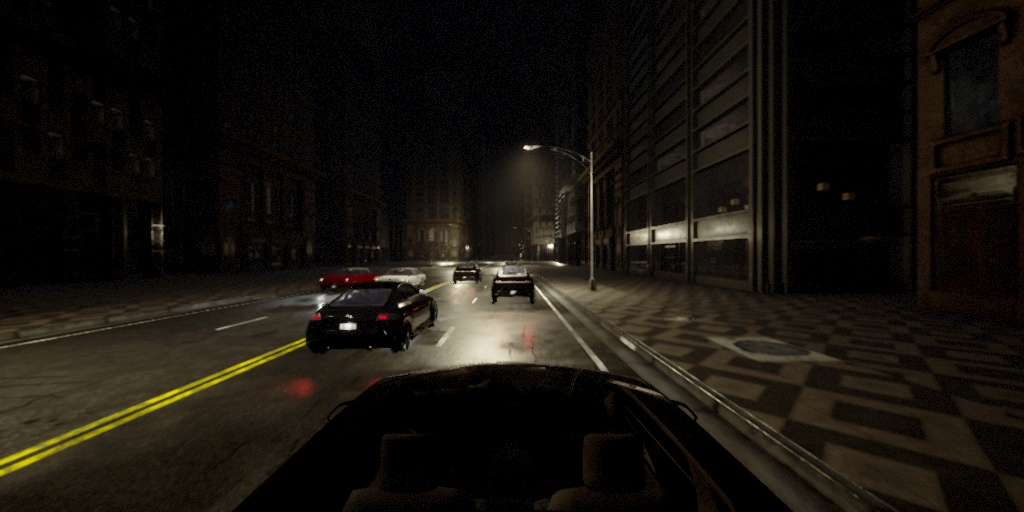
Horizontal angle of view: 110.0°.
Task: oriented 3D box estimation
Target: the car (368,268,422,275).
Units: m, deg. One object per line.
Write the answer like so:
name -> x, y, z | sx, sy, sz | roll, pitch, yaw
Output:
car -> -6.683, 1.387, 21.736 | 1.895, 1.301, 4.718 | 0, 0, 0

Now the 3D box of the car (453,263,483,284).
car -> -3.259, 1.268, 26.956 | 2.128, 1.511, 4.902 | 0, 0, 0

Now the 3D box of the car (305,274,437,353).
car -> -3.175, 1.328, 8.926 | 1.994, 1.385, 4.181 | 0, 0, 0

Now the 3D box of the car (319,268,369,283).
car -> -9.934, 1.401, 22.162 | 1.895, 1.301, 4.718 | 0, 0, 0

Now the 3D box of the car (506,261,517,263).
car -> -0.065, 1.302, 38.698 | 1.812, 1.442, 4.674 | 0, 0, 0

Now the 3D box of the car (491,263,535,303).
car -> 0.033, 1.246, 16.579 | 2.128, 1.511, 4.902 | 0, 0, 0
